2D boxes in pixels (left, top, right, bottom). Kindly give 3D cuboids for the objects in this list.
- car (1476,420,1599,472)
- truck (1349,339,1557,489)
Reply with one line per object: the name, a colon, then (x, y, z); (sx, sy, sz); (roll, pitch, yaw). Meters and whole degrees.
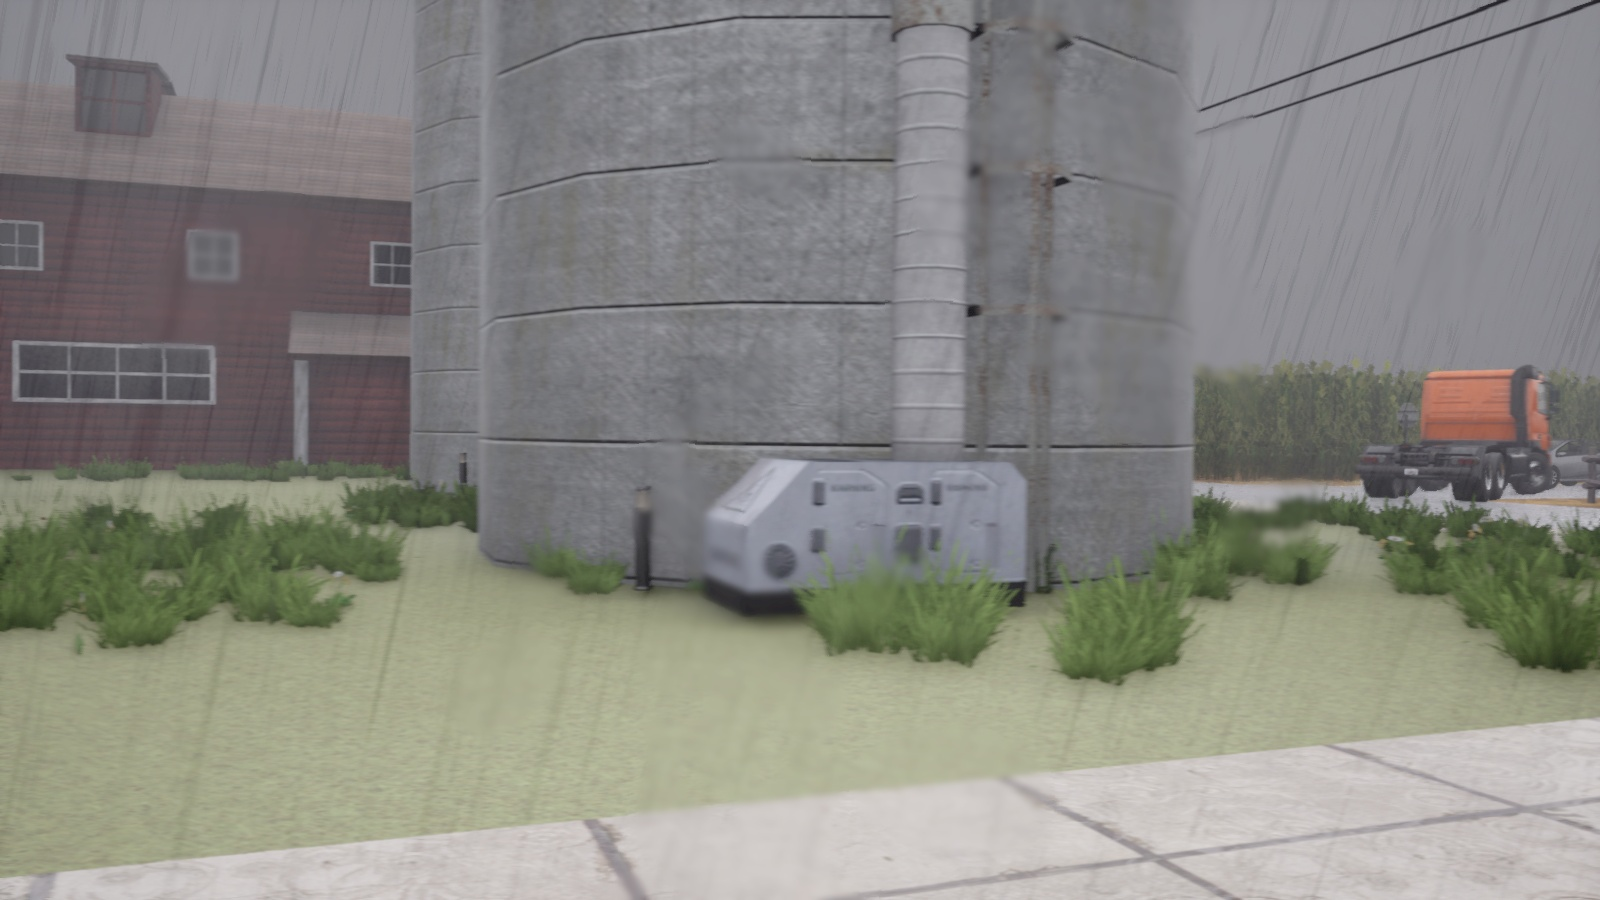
car: (23.526, -0.143, 38.920); (4.514, 1.525, 2.007); (-1, 1, -20)
truck: (17.231, -0.905, 32.820); (2.891, 3.462, 7.936); (0, 1, 42)
